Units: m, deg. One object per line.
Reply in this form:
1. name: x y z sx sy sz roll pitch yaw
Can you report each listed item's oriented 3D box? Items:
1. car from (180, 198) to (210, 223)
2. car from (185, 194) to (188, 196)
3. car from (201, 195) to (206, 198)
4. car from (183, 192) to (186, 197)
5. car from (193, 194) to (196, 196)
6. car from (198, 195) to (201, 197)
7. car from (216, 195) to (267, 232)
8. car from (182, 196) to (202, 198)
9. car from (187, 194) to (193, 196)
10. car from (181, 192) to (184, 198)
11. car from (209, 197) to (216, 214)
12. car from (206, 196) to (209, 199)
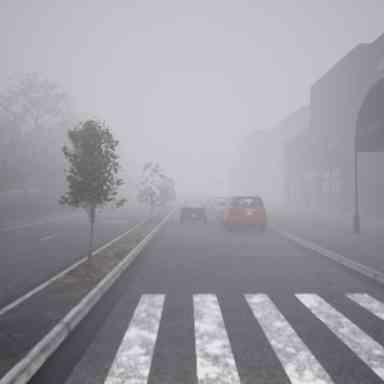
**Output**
1. car: 0.108 1.464 25.111 1.882 1.535 5.008 0 0 0
2. car: 0.261 1.356 81.469 2.097 1.535 5.008 0 0 -6
3. car: 2.772 1.472 48.231 2.163 1.488 4.792 0 0 -2
4. car: -0.394 1.337 86.998 2.097 1.535 5.008 0 0 -7
5. car: 1.850 1.281 64.837 2.185 1.767 4.553 0 0 -4
6. car: 2.531 1.472 53.755 2.002 1.452 4.674 0 0 -3
7. car: 3.056 1.222 20.342 2.435 2.045 5.566 0 0 0
8. car: -0.042 1.567 42.554 1.895 1.301 4.718 0 0 -1
9. car: 0.861 1.376 75.939 2.231 1.521 4.892 0 0 -5
10. car: -1.166 1.309 92.700 1.946 1.575 5.366 0 0 -8
11. car: 3.059 1.465 31.400 2.231 1.521 4.892 0 0 0
12. car: 3.061 1.333 36.927 2.185 1.767 4.553 1 0 0
